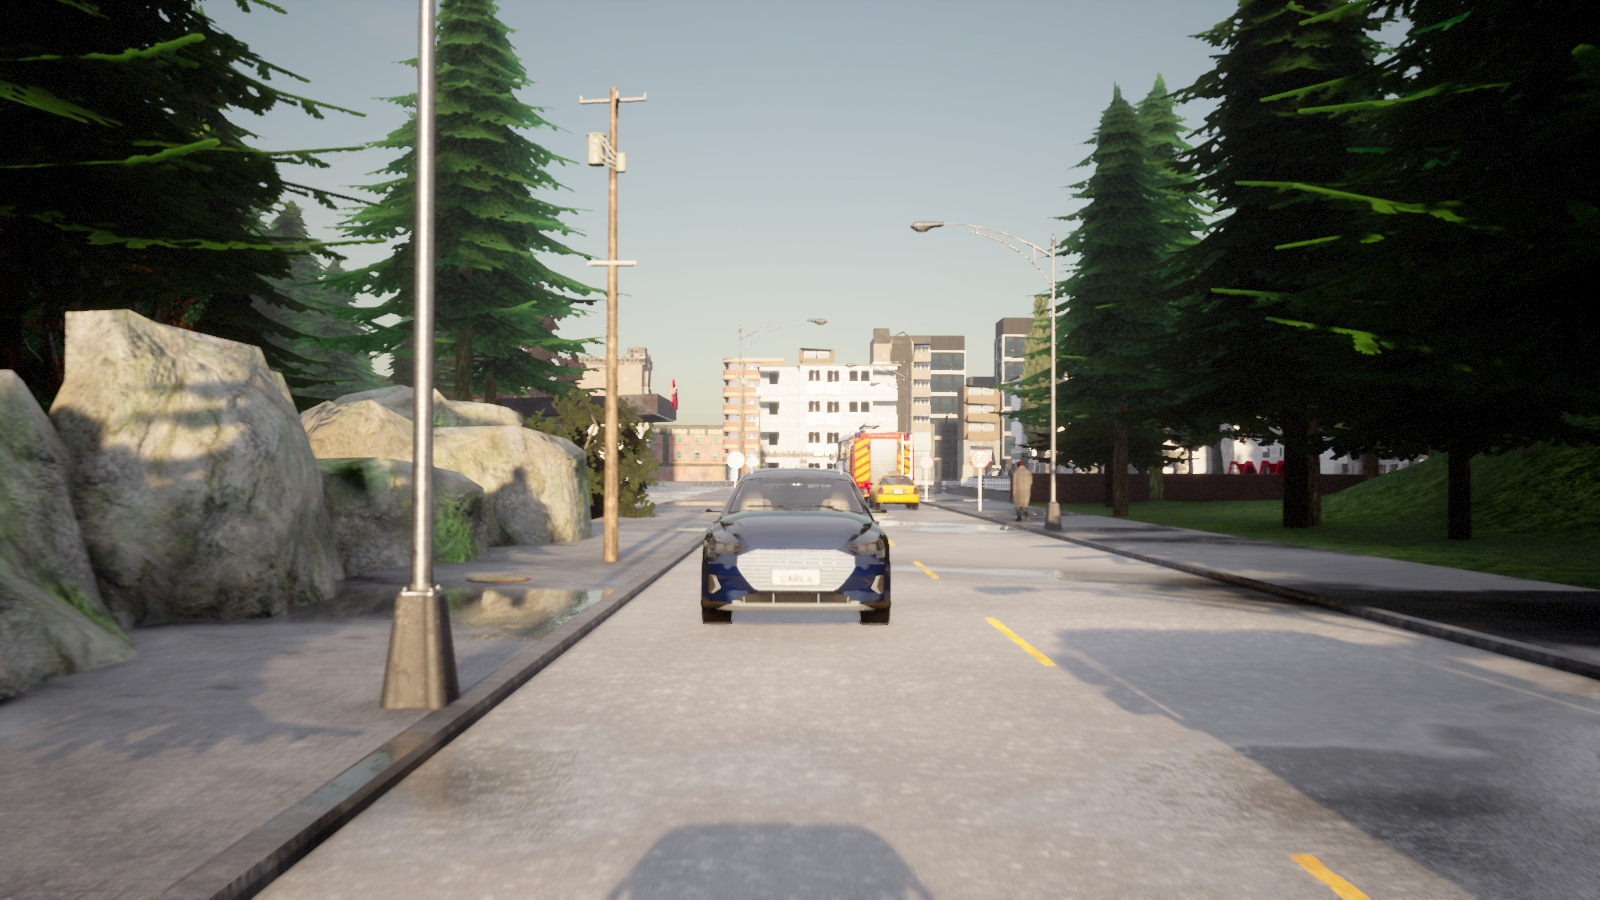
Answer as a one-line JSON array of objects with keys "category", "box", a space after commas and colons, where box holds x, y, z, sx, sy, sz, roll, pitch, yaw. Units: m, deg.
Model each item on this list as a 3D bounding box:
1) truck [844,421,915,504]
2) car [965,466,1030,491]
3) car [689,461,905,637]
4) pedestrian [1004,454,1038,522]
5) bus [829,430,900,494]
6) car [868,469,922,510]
[{"category": "truck", "box": [3.818, 0.658, 62.052, 2.891, 3.827, 8.468, 0, -1, 0]}, {"category": "car", "box": [15.068, 2.153, 95.930, 4.605, 1.855, 1.932, 0, -1, 0]}, {"category": "car", "box": [-0.034, 0.980, 14.271, 2.033, 1.649, 4.856, 0, -1, 0]}, {"category": "pedestrian", "box": [6.406, 1.099, 36.442, 0.659, 1.952, 0.873, 0, -1, -17]}, {"category": "bus", "box": [4.457, 0.892, 88.899, 3.944, 4.253, 10.273, 0, -1, -3]}, {"category": "car", "box": [3.861, 1.591, 51.706, 1.801, 1.575, 5.366, 0, -1, 0]}]
